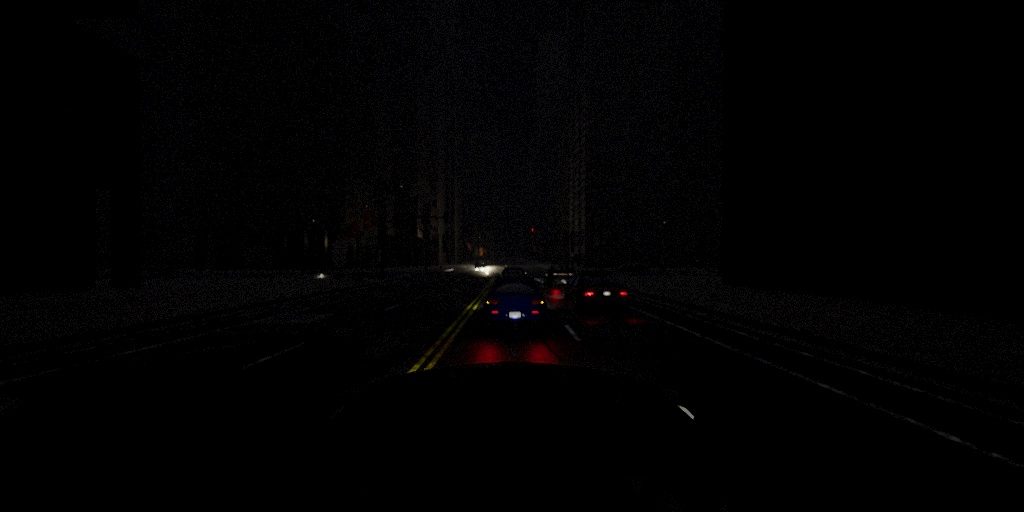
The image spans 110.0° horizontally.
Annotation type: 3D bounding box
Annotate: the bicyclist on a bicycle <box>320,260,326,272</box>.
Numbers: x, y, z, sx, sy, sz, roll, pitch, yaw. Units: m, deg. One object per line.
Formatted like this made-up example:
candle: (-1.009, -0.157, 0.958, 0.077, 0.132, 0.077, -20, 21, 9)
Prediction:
bicyclist on a bicycle: (-25.924, 1.374, 49.258, 0.582, 1.620, 1.656, 0, 1, 0)

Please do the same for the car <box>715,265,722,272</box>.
car: (29.176, 1.490, 46.817, 5.008, 1.535, 1.882, 0, 0, 0)

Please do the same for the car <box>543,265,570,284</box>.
car: (3.326, 1.418, 25.689, 2.128, 1.511, 4.902, 0, 0, 0)

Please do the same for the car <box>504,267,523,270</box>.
car: (0.075, 1.472, 25.413, 2.033, 1.411, 5.357, 0, 0, 0)

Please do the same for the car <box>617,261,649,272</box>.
car: (16.646, 1.448, 49.554, 4.097, 1.591, 1.967, 0, 0, 0)

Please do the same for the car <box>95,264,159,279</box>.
car: (-40.861, 1.732, 37.850, 4.829, 1.417, 1.751, 0, 0, 0)

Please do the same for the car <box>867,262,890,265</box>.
car: (43.809, 1.479, 40.897, 4.097, 1.591, 1.967, 0, 0, 0)

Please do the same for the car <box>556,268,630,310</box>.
car: (3.339, 1.399, 15.167, 2.033, 1.411, 5.357, 0, 0, 0)

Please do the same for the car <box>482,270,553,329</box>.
car: (0.083, 1.350, 11.471, 1.812, 1.442, 4.674, 0, 0, 0)

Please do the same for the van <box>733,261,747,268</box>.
van: (27.489, 1.396, 40.976, 3.998, 1.789, 1.690, 0, 0, 0)
